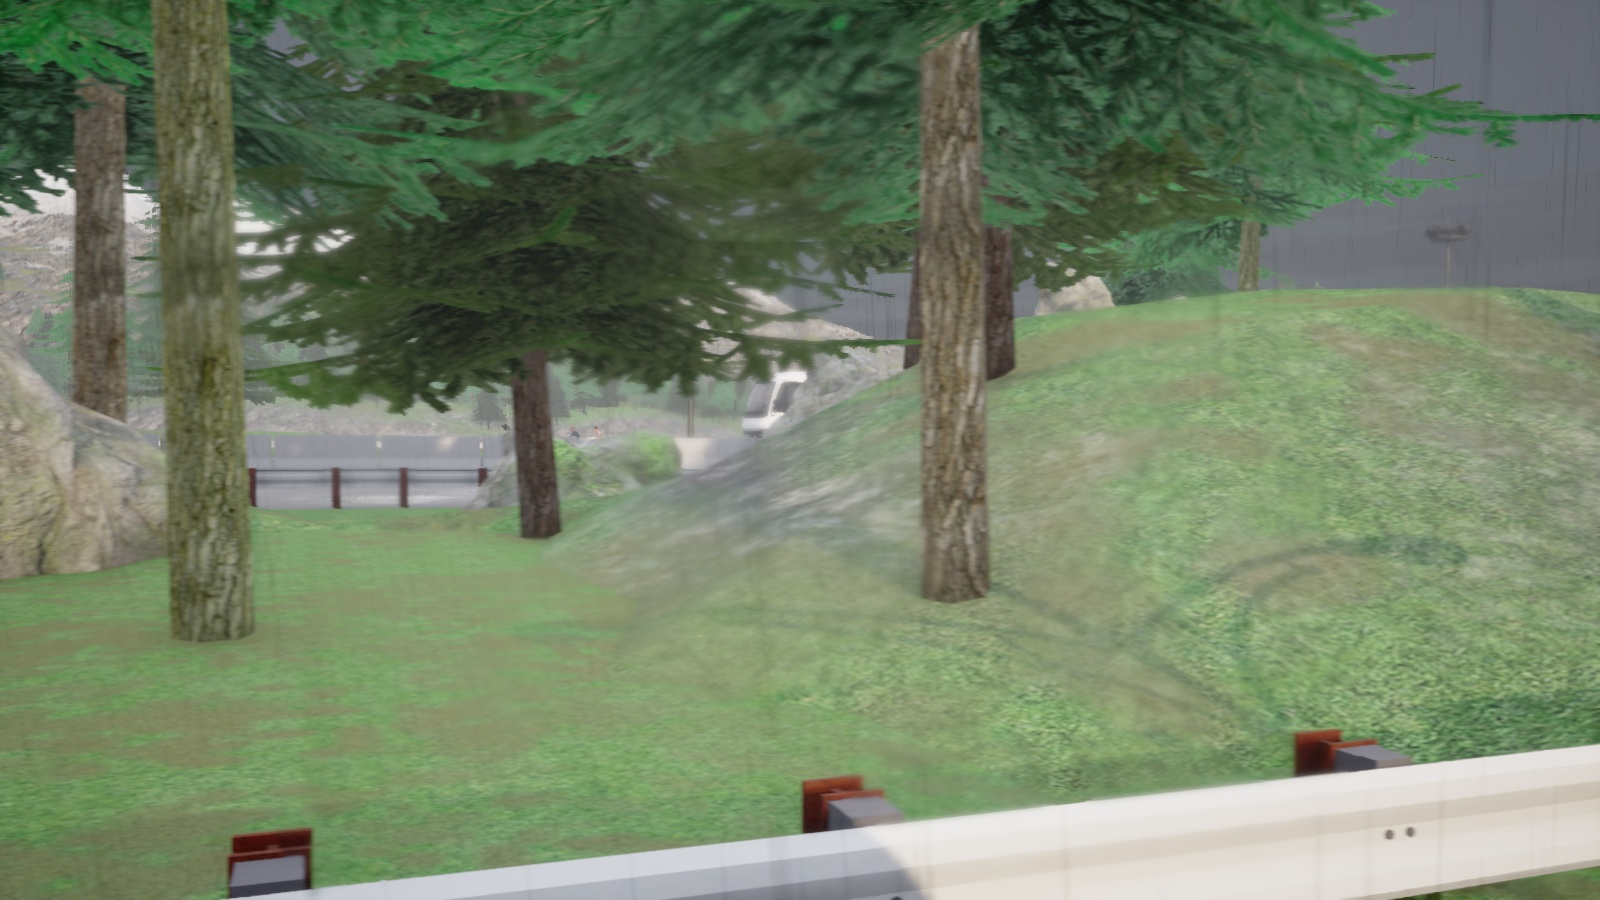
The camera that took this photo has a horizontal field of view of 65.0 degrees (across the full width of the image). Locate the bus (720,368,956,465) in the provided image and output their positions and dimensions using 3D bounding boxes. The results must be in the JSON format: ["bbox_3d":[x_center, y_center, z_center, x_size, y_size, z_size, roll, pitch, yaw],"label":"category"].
[{"bbox_3d":[1.777,-1.549,58.712,10.273,4.253,3.944,-1,1,-21],"label":"bus"}]
